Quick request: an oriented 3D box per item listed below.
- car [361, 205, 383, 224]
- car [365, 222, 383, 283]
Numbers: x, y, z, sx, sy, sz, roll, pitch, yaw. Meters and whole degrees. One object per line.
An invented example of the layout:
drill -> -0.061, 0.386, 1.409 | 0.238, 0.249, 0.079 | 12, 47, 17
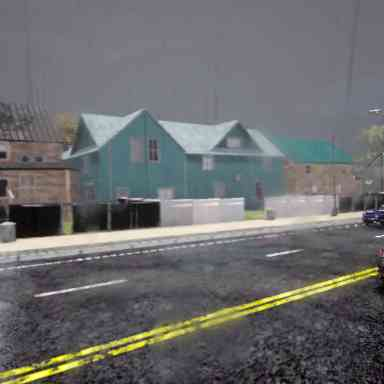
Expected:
car -> 12.518, 1.451, 20.584 | 4.718, 1.301, 1.895 | 0, 0, -35
car -> 6.181, 1.459, 7.865 | 4.674, 1.442, 1.812 | -1, 0, -35
